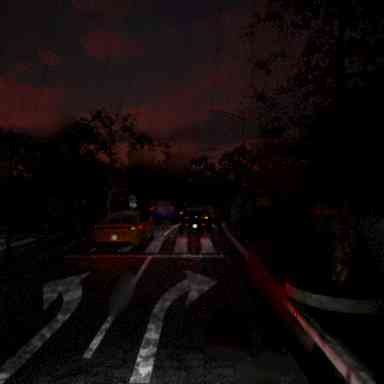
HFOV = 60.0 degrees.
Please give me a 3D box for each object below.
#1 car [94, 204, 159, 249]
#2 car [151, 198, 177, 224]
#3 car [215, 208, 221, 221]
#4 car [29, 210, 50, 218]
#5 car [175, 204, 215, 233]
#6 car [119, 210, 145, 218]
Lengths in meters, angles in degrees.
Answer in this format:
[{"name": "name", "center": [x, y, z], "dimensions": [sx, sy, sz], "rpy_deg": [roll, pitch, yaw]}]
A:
[{"name": "car", "center": [-2.836, 1.532, 14.784], "dimensions": [1.882, 1.535, 5.008], "rpy_deg": [0, 0, 1]}, {"name": "car", "center": [-2.250, 1.594, 28.183], "dimensions": [2.150, 2.045, 5.566], "rpy_deg": [0, -3, 3]}, {"name": "car", "center": [1.770, 2.256, 34.563], "dimensions": [1.882, 1.535, 5.008], "rpy_deg": [-1, -4, 13]}, {"name": "car", "center": [-28.640, 4.122, 61.140], "dimensions": [1.837, 1.490, 4.892], "rpy_deg": [-4, -5, 36]}, {"name": "car", "center": [0.273, 1.594, 20.111], "dimensions": [1.837, 1.490, 4.892], "rpy_deg": [0, -1, 3]}, {"name": "car", "center": [-12.412, 4.609, 69.067], "dimensions": [4.902, 1.511, 2.128], "rpy_deg": [-1, -4, 4]}]
